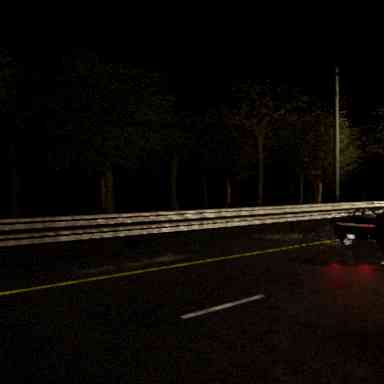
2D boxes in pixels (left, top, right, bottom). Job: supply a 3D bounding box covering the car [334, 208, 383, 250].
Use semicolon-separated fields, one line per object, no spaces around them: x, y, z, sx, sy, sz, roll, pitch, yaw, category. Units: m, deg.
7.803;1.396;13.598;4.902;1.511;2.128;-1;0;-35;car
